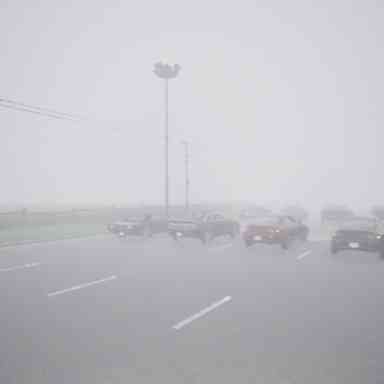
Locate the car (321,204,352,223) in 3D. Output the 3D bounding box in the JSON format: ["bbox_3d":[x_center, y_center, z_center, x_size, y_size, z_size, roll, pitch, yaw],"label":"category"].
[{"bbox_3d":[12.303,1.772,28.161,1.882,1.535,5.008,-1,-1,34],"label":"car"}]

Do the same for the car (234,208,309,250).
[{"bbox_3d":[3.916,1.692,15.293,1.812,1.442,4.674,-1,-1,34],"label":"car"}]

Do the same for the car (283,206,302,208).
[{"bbox_3d":[8.953,1.881,29.448,1.994,1.385,4.181,-1,-1,34],"label":"car"}]

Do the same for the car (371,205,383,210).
[{"bbox_3d":[14.826,1.768,25.634,1.837,1.490,4.892,-1,0,34],"label":"car"}]

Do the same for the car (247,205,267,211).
[{"bbox_3d":[6.046,1.910,31.391,1.994,1.385,4.181,-1,-1,34],"label":"car"}]

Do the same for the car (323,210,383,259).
[{"bbox_3d":[6.849,1.664,13.382,1.812,1.442,4.674,-1,-1,34],"label":"car"}]

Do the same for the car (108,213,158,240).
[{"bbox_3d":[-2.314,1.819,18.567,1.895,1.301,4.718,-1,-1,33],"label":"car"}]

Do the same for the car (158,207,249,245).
[{"bbox_3d":[0.762,1.685,16.871,2.128,1.511,4.902,-1,-1,34],"label":"car"}]
